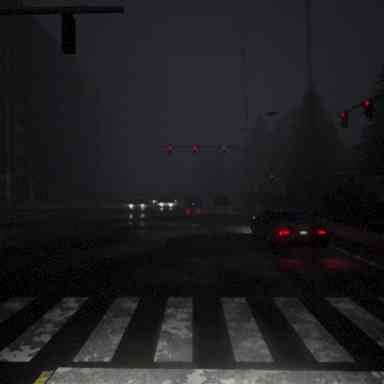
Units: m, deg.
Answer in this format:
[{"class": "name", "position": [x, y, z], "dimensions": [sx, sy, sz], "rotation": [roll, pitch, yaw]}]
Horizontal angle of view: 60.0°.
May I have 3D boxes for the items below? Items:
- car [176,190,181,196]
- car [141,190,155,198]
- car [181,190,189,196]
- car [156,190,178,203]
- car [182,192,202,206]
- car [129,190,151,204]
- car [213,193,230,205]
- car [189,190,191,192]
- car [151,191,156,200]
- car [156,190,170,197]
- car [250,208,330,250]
[{"class": "car", "position": [-3.529, 0.624, 57.904], "dimensions": [2.033, 1.411, 5.357], "rotation": [0, 1, -1]}, {"class": "car", "position": [-9.511, 0.380, 71.265], "dimensions": [1.812, 1.442, 4.674], "rotation": [0, 1, -22]}, {"class": "car", "position": [-3.182, 0.356, 74.261], "dimensions": [2.033, 1.411, 5.357], "rotation": [0, 1, -26]}, {"class": "car", "position": [-3.496, 0.811, 47.160], "dimensions": [1.994, 1.385, 4.181], "rotation": [0, 1, 0]}, {"class": "car", "position": [0.169, 0.977, 39.046], "dimensions": [1.895, 1.301, 4.718], "rotation": [0, 1, 0]}, {"class": "car", "position": [-7.003, 0.816, 44.432], "dimensions": [1.812, 1.442, 4.674], "rotation": [0, 1, 0]}, {"class": "car", "position": [3.674, 0.861, 41.623], "dimensions": [1.812, 1.442, 4.674], "rotation": [0, 1, 0]}, {"class": "car", "position": [-1.728, 0.236, 79.271], "dimensions": [1.837, 1.490, 4.892], "rotation": [-1, 1, -30]}, {"class": "car", "position": [-7.072, 0.583, 56.090], "dimensions": [1.882, 1.535, 5.008], "rotation": [0, 1, -1]}, {"class": "car", "position": [-6.477, 0.354, 73.060], "dimensions": [1.812, 1.442, 4.674], "rotation": [0, 1, -22]}, {"class": "car", "position": [3.623, 1.334, 13.276], "dimensions": [2.033, 1.411, 5.357], "rotation": [0, 1, 0]}]
